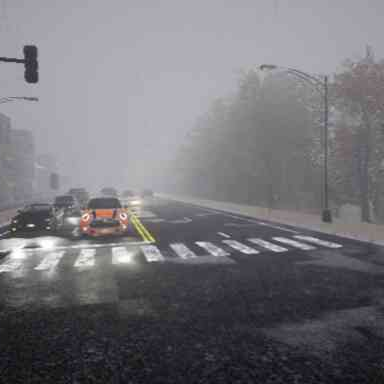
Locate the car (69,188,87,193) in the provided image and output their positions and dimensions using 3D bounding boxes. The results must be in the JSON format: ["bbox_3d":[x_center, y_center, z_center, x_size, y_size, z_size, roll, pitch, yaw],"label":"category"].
[{"bbox_3d":[-12.789,0.586,37.301,2.150,2.045,5.566,-2,1,-14],"label":"car"}]

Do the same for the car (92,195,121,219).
[{"bbox_3d":[-6.384,1.031,24.917,1.837,1.490,4.892,-2,1,-14],"label":"car"}]

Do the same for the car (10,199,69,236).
[{"bbox_3d":[-7.769,1.308,17.008,1.994,1.385,4.181,-2,1,-14],"label":"car"}]

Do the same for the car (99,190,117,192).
[{"bbox_3d":[-8.845,0.832,34.878,2.128,1.511,4.902,-2,1,-14],"label":"car"}]

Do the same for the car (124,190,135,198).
[{"bbox_3d":[-11.231,0.357,58.351,1.812,1.442,4.674,-2,1,-14],"label":"car"}]

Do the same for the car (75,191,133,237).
[{"bbox_3d":[-4.253,1.040,16.304,2.097,1.767,4.553,-2,1,-14],"label":"car"}]

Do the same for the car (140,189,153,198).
[{"bbox_3d":[-8.030,0.228,58.930,1.882,1.535,5.008,-2,1,-14],"label":"car"}]

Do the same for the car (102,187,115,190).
[{"bbox_3d":[-11.323,0.370,45.079,2.150,2.045,5.566,-2,1,-13],"label":"car"}]

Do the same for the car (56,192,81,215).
[{"bbox_3d":[-10.269,1.060,27.096,1.837,1.490,4.892,-2,1,-14],"label":"car"}]
